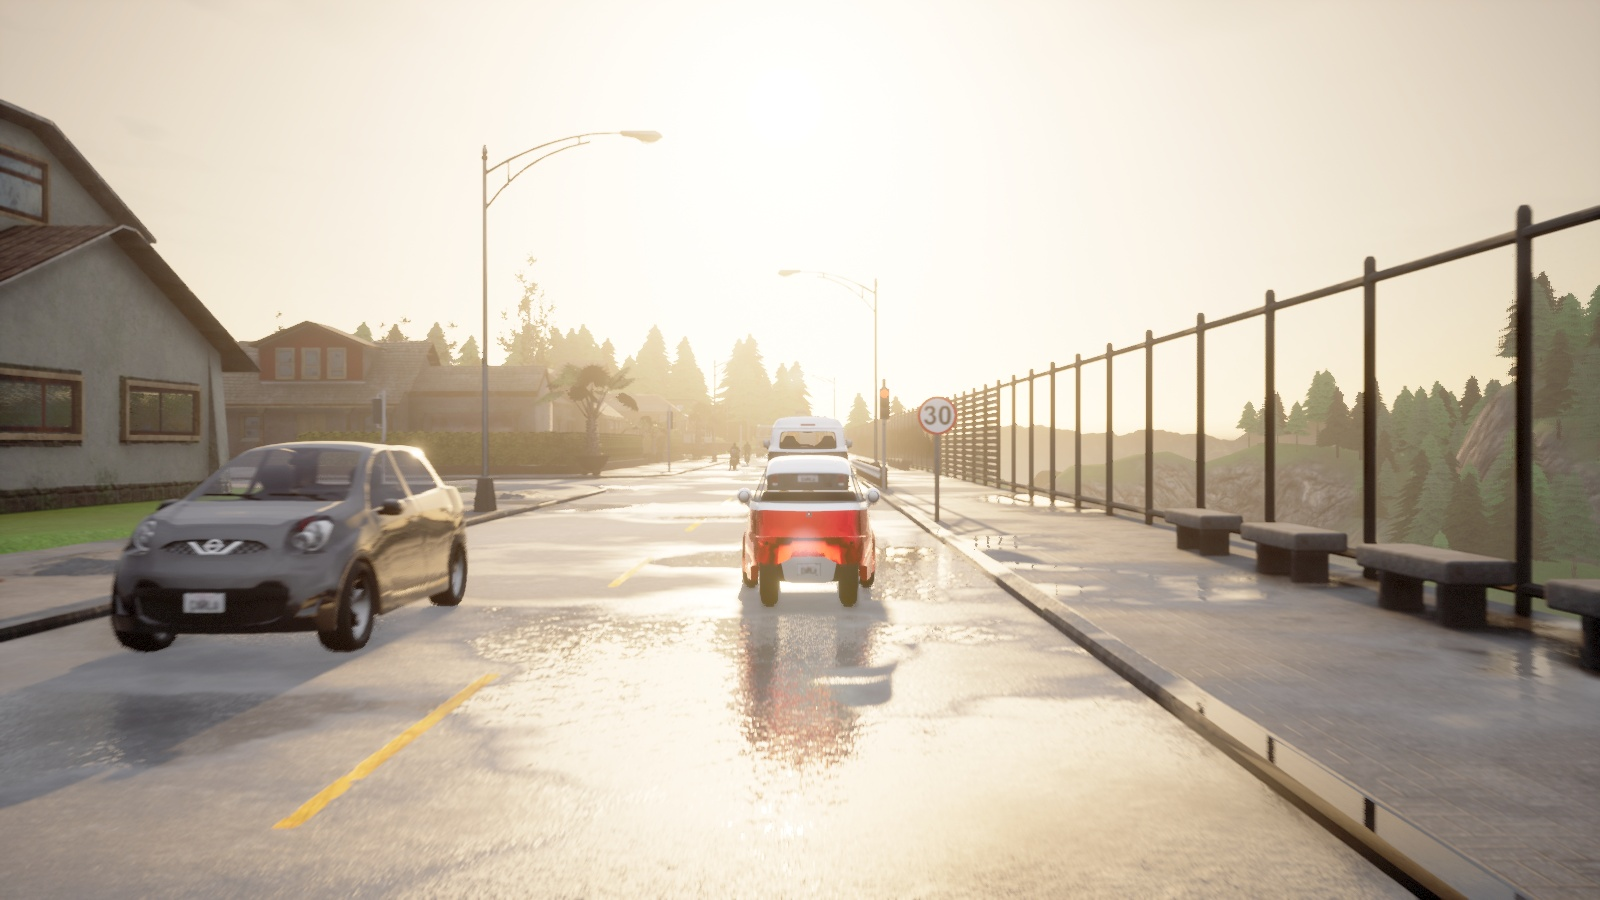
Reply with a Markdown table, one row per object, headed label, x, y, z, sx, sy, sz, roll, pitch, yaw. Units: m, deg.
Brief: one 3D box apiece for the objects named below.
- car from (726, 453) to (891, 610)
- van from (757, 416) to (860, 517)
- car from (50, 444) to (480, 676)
| label | x | y | z | sx | sy | sz | roll | pitch | yaw |
| --- | --- | --- | --- | --- | --- | --- | --- | --- | --- |
| car | 0.086 | 0.732 | 12.380 | 1.481 | 1.376 | 2.207 | 0 | 1 | 0 |
| van | 0.172 | 0.315 | 27.485 | 2.069 | 2.038 | 4.480 | 0 | 0 | 0 |
| car | -3.928 | 0.701 | 9.954 | 1.845 | 1.501 | 3.633 | 0 | 0 | 0 |
